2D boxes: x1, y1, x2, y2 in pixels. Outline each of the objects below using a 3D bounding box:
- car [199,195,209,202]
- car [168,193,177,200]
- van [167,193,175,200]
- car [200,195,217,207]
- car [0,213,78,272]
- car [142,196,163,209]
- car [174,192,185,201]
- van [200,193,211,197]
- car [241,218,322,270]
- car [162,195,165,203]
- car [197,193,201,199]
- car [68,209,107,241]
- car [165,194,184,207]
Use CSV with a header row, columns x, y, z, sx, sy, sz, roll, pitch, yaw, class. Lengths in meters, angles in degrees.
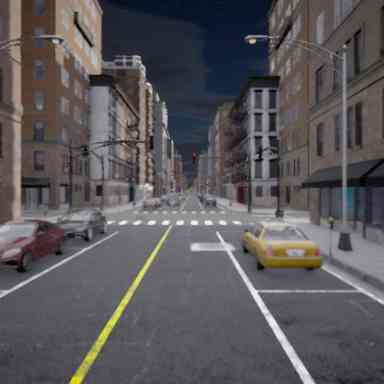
x,y,z,sx,sy,sz,roll,pitch,yaw,class
2.673,1.480,75.645,1.947,1.339,4.313,0,0,0,car
-5.403,1.211,91.864,2.192,1.841,5.009,0,0,0,car
-5.400,1.243,86.458,1.690,1.788,3.998,0,0,0,van
2.657,1.496,48.613,2.008,1.369,4.403,0,0,0,car
-5.383,1.571,10.652,1.802,1.307,4.206,0,0,0,car
-5.374,1.503,43.209,2.008,1.369,4.403,0,0,0,car
-2.722,1.433,81.994,2.128,1.511,4.902,0,0,0,car
2.660,1.280,54.019,1.690,1.788,3.998,0,0,0,van
2.642,1.515,10.820,1.752,1.417,4.829,0,0,0,car
-5.377,1.471,48.445,1.752,1.417,4.829,0,0,0,car
2.670,1.236,70.238,2.192,1.841,5.009,0,0,0,car
-5.381,1.534,16.333,2.008,1.369,4.403,0,0,0,car
-2.735,1.484,49.104,2.128,1.511,4.902,0,1,0,car
